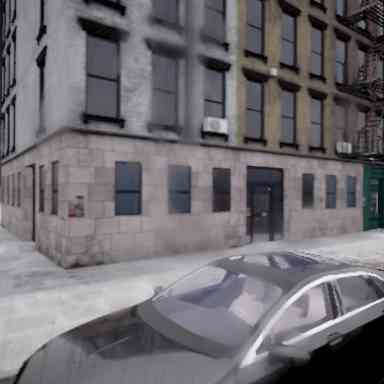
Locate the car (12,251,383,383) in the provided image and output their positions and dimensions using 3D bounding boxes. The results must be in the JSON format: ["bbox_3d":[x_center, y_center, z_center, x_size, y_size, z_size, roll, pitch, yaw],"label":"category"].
[{"bbox_3d":[0.752,1.497,3.584,4.902,1.511,2.128,0,0,-35],"label":"car"}]
